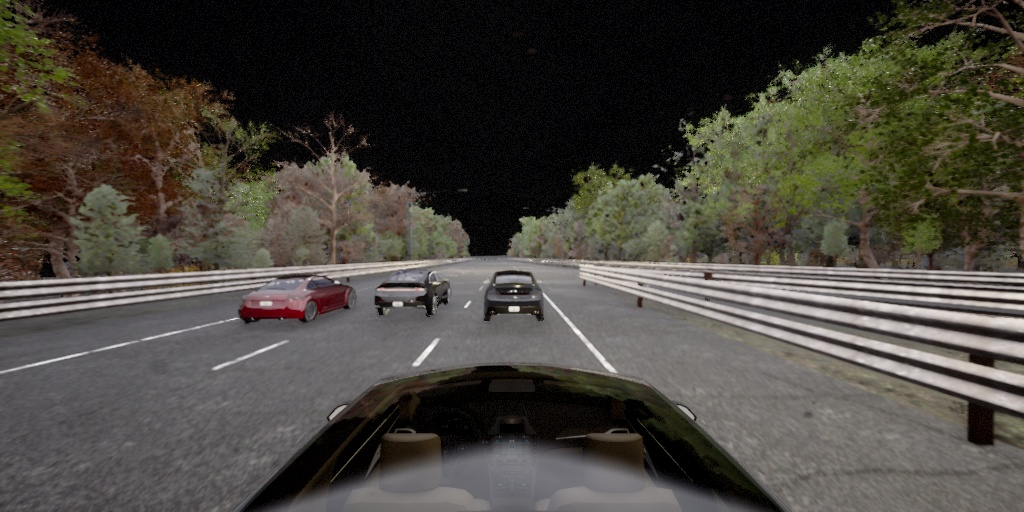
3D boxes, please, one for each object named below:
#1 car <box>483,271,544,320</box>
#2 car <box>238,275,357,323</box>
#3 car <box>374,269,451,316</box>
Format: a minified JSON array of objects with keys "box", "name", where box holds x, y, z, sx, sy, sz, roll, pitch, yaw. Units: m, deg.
[{"box":[0.044,1.249,12.551,1.837,1.490,4.892,0,0,0],"name":"car"},{"box":[-6.954,1.310,12.121,1.994,1.385,4.181,0,0,0],"name":"car"},{"box":[-3.462,1.237,13.245,2.128,1.511,4.902,0,0,0],"name":"car"}]
